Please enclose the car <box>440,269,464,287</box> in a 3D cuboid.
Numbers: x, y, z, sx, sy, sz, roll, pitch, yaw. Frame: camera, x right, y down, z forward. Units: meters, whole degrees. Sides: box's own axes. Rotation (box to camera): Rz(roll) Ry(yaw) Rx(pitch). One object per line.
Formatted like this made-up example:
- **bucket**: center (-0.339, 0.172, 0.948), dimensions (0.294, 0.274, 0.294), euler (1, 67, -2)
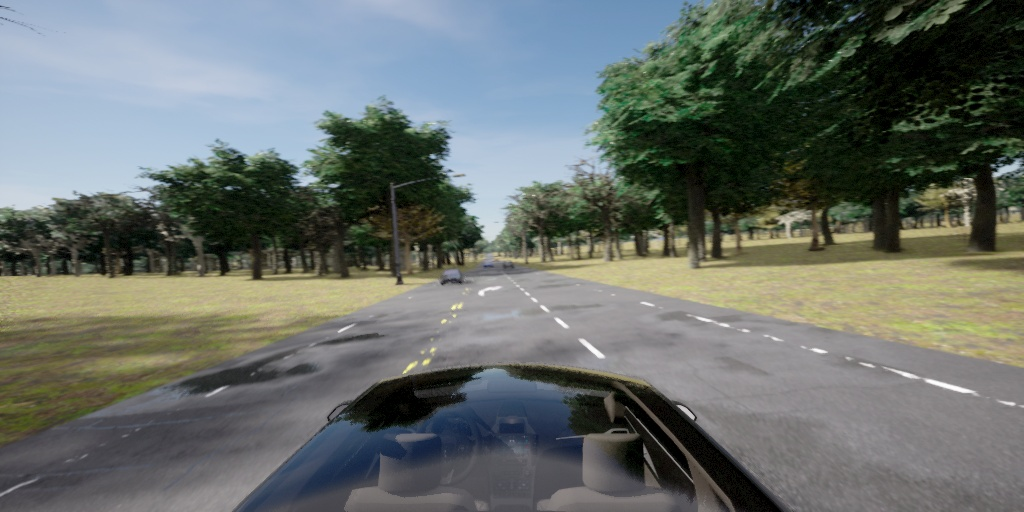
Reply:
- **car**: center (-5.409, 1.903, 32.672), dimensions (2.033, 1.411, 5.357), euler (-4, 0, -5)
